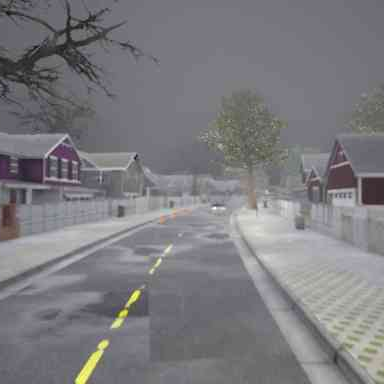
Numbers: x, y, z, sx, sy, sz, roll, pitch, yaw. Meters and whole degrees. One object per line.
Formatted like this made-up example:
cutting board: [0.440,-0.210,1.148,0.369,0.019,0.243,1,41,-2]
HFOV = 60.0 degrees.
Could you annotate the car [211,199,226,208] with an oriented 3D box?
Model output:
car: [4.342,1.811,53.374,1.994,1.385,4.181,0,0,13]

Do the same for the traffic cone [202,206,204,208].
traffic cone: [1.675,2.187,50.690,0.340,0.580,0.340,0,0,12]
